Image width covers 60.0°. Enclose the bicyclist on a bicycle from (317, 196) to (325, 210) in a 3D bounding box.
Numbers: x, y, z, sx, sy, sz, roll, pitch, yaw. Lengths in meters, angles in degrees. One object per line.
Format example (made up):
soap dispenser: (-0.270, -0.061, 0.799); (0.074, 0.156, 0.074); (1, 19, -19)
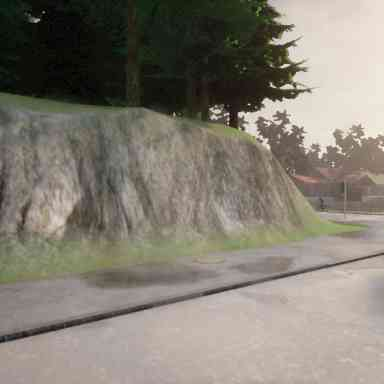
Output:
bicyclist on a bicycle: (15.462, 1.349, 39.963); (1.656, 1.620, 0.582); (0, 0, -36)
